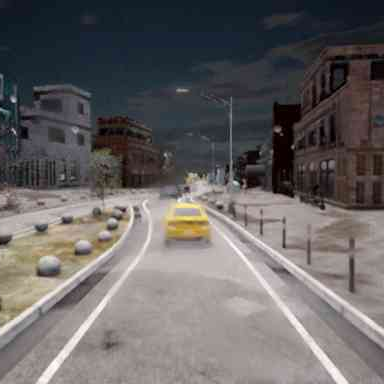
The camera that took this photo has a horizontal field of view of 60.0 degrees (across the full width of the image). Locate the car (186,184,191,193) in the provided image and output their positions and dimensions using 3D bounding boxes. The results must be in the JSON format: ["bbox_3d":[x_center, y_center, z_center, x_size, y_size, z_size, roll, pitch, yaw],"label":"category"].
[{"bbox_3d":[-1.522,-0.506,53.037,2.128,1.511,4.902,1,1,14],"label":"car"}]

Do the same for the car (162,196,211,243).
[{"bbox_3d":[-0.310,1.256,15.197,1.882,1.535,5.008,0,4,-5],"label":"car"}]

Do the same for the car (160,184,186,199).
[{"bbox_3d":[-2.133,-0.050,35.311,1.994,1.385,4.181,0,2,6],"label":"car"}]
